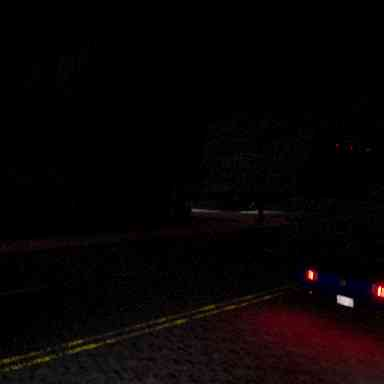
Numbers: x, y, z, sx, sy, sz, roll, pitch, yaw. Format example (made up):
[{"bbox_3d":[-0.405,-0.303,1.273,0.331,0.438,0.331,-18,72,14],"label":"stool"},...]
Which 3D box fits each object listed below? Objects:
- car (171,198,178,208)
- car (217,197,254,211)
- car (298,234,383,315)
[{"bbox_3d":[-2.888,1.456,42.379,1.895,1.301,4.718,0,0,-36],"label":"car"},{"bbox_3d":[4.815,1.336,37.627,1.837,1.490,4.892,0,0,-36],"label":"car"},{"bbox_3d":[4.426,1.551,6.924,4.718,1.301,1.895,0,0,-35],"label":"car"}]
